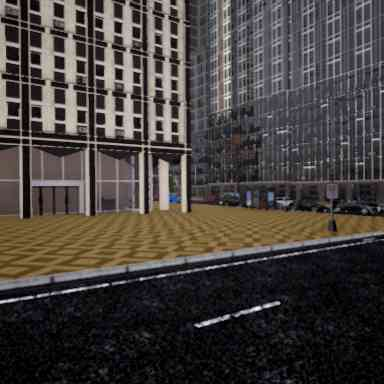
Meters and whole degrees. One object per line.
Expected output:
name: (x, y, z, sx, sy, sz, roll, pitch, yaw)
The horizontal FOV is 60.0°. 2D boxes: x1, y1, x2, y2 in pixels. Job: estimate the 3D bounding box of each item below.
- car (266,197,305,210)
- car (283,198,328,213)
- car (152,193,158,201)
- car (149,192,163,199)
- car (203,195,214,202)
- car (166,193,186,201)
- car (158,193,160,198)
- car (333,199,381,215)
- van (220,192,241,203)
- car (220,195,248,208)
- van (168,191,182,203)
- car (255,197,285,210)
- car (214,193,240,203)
car: (11.844, 1.421, 42.368, 1.812, 1.442, 4.674, -1, 1, -34)
car: (12.625, 1.543, 36.386, 1.947, 1.339, 4.313, 0, 1, -34)
car: (-9.619, 1.161, 69.372, 2.008, 1.369, 4.403, 0, 1, -34)
car: (-9.072, 0.841, 83.481, 1.967, 1.590, 4.097, 0, 1, -34)
car: (3.701, 1.197, 64.675, 1.802, 1.307, 4.206, 0, 1, -34)
car: (-3.420, 1.068, 70.517, 1.837, 1.490, 4.892, -1, 1, -34)
car: (-5.878, 0.769, 78.779, 2.192, 1.841, 5.009, 0, 1, -34)
car: (17.028, 1.470, 34.730, 2.128, 1.511, 4.902, -1, 1, -34)
van: (6.894, 1.008, 59.971, 1.690, 1.788, 3.998, 0, 1, -34)
car: (6.302, 1.439, 45.834, 1.947, 1.339, 4.313, 0, 1, -34)
van: (-3.231, 1.058, 59.966, 1.690, 1.788, 3.998, 0, 1, -34)
car: (9.446, 1.507, 41.100, 1.802, 1.307, 4.206, 0, 1, -34)
car: (6.031, 1.307, 50.934, 1.837, 1.490, 4.892, -1, 1, -34)
